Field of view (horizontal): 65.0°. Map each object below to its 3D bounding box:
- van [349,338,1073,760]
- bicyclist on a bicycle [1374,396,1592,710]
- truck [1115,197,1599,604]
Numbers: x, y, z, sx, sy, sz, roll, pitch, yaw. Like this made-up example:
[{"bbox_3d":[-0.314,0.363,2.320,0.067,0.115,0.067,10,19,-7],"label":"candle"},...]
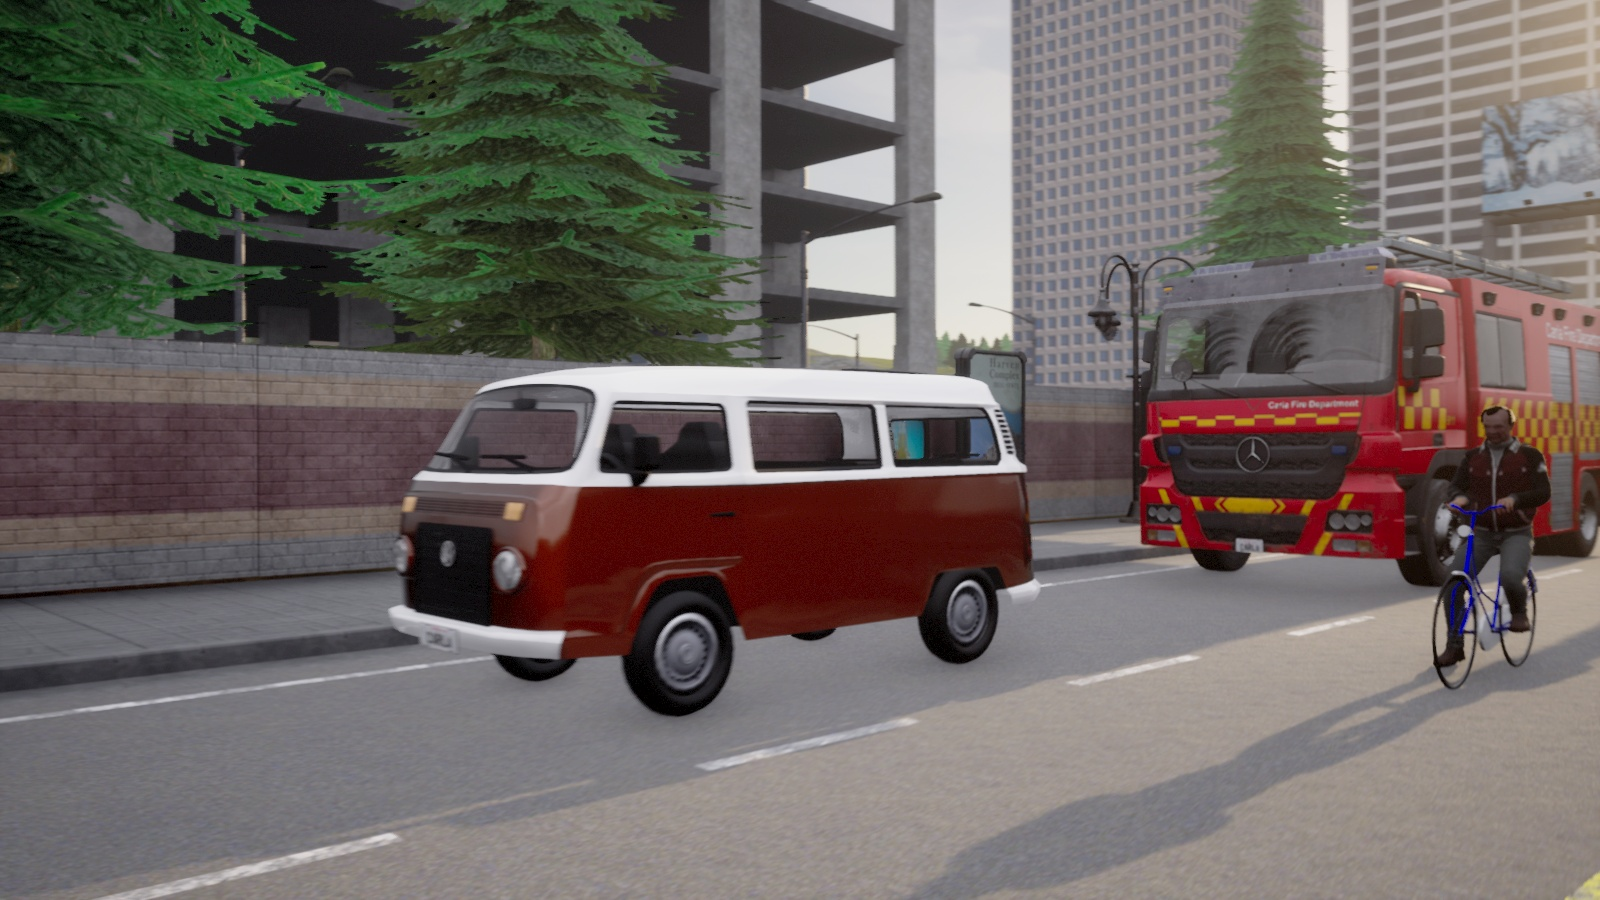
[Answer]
[{"bbox_3d":[-0.368,0.468,8.349,4.480,2.038,2.069,0,0,-43],"label":"van"},{"bbox_3d":[4.376,0.581,7.981,1.843,1.776,0.659,0,0,-43],"label":"bicyclist on a bicycle"},{"bbox_3d":[7.594,-0.485,15.761,8.468,3.827,2.891,0,0,-43],"label":"truck"}]
